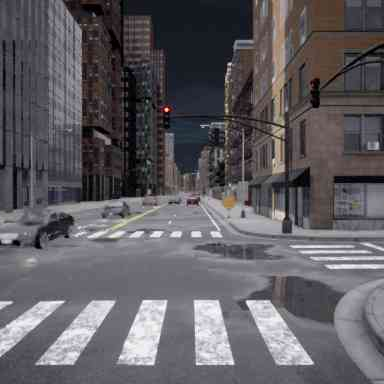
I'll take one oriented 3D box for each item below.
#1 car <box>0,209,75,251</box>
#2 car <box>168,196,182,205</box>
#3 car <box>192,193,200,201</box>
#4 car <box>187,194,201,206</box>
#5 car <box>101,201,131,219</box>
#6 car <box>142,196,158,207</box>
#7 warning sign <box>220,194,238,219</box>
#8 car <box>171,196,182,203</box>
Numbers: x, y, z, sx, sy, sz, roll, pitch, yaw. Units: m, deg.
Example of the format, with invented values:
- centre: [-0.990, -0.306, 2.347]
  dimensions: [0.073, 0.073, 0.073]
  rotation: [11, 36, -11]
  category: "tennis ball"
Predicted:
- centre: [-6.606, 1.506, 14.328]
  dimensions: [2.128, 1.511, 4.902]
  rotation: [-1, 0, 0]
  category: "car"
- centre: [-3.151, 1.619, 59.379]
  dimensions: [1.895, 1.301, 4.718]
  rotation: [0, 0, 0]
  category: "car"
- centre: [0.975, 1.267, 85.682]
  dimensions: [2.150, 2.045, 5.566]
  rotation: [0, 0, 0]
  category: "car"
- centre: [0.100, 1.493, 54.838]
  dimensions: [1.882, 1.535, 5.008]
  rotation: [0, 0, 0]
  category: "car"
- centre: [-6.601, 1.530, 29.380]
  dimensions: [1.812, 1.442, 4.674]
  rotation: [0, 0, 0]
  category: "car"
- centre: [-6.565, 1.364, 52.205]
  dimensions: [2.097, 1.767, 4.553]
  rotation: [0, 0, 0]
  category: "car"
- centre: [2.853, 1.118, 25.648]
  dimensions: [1.300, 1.860, 1.060]
  rotation: [0, 0, 0]
  category: "warning sign"
- centre: [-3.154, 1.573, 69.638]
  dimensions: [2.033, 1.411, 5.357]
  rotation: [0, 0, 0]
  category: "car"
